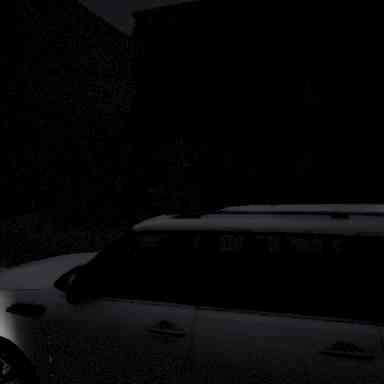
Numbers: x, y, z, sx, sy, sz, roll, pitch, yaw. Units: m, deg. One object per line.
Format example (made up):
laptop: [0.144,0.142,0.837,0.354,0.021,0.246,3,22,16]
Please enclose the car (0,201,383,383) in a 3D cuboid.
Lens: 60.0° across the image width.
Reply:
car: [0.293,1.140,3.235,5.566,2.045,2.435,0,1,21]
